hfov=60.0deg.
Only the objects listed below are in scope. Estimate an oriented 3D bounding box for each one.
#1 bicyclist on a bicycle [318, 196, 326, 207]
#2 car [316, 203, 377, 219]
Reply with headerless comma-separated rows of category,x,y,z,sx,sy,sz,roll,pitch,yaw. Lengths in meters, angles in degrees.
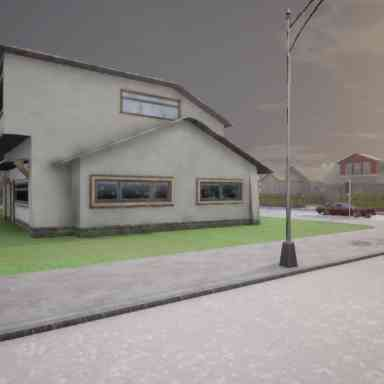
bicyclist on a bicycle,15.772,1.349,40.310,1.656,1.620,0.582,0,0,-35
car,13.431,1.601,29.079,1.895,1.301,4.718,0,0,-35
